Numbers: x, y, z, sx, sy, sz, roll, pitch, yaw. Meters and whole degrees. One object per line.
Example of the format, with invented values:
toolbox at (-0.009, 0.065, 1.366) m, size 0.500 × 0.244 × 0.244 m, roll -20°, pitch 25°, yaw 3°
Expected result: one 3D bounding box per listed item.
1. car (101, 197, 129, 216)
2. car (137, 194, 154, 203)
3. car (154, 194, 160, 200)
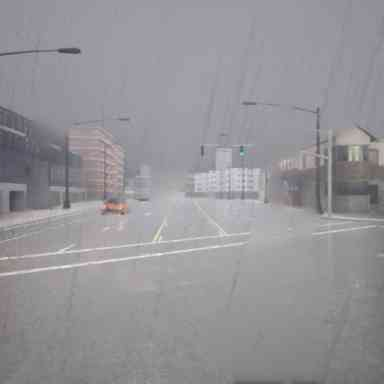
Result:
car at (-7.475, 1.365, 32.585) m, size 2.097 × 1.767 × 4.553 m, roll 0°, pitch 1°, yaw -2°
car at (-8.329, 1.128, 58.262) m, size 1.994 × 1.385 × 4.181 m, roll 0°, pitch 1°, yaw -2°
car at (-9.215, 1.299, 84.799) m, size 1.837 × 1.490 × 4.892 m, roll 0°, pitch -1°, yaw -2°
